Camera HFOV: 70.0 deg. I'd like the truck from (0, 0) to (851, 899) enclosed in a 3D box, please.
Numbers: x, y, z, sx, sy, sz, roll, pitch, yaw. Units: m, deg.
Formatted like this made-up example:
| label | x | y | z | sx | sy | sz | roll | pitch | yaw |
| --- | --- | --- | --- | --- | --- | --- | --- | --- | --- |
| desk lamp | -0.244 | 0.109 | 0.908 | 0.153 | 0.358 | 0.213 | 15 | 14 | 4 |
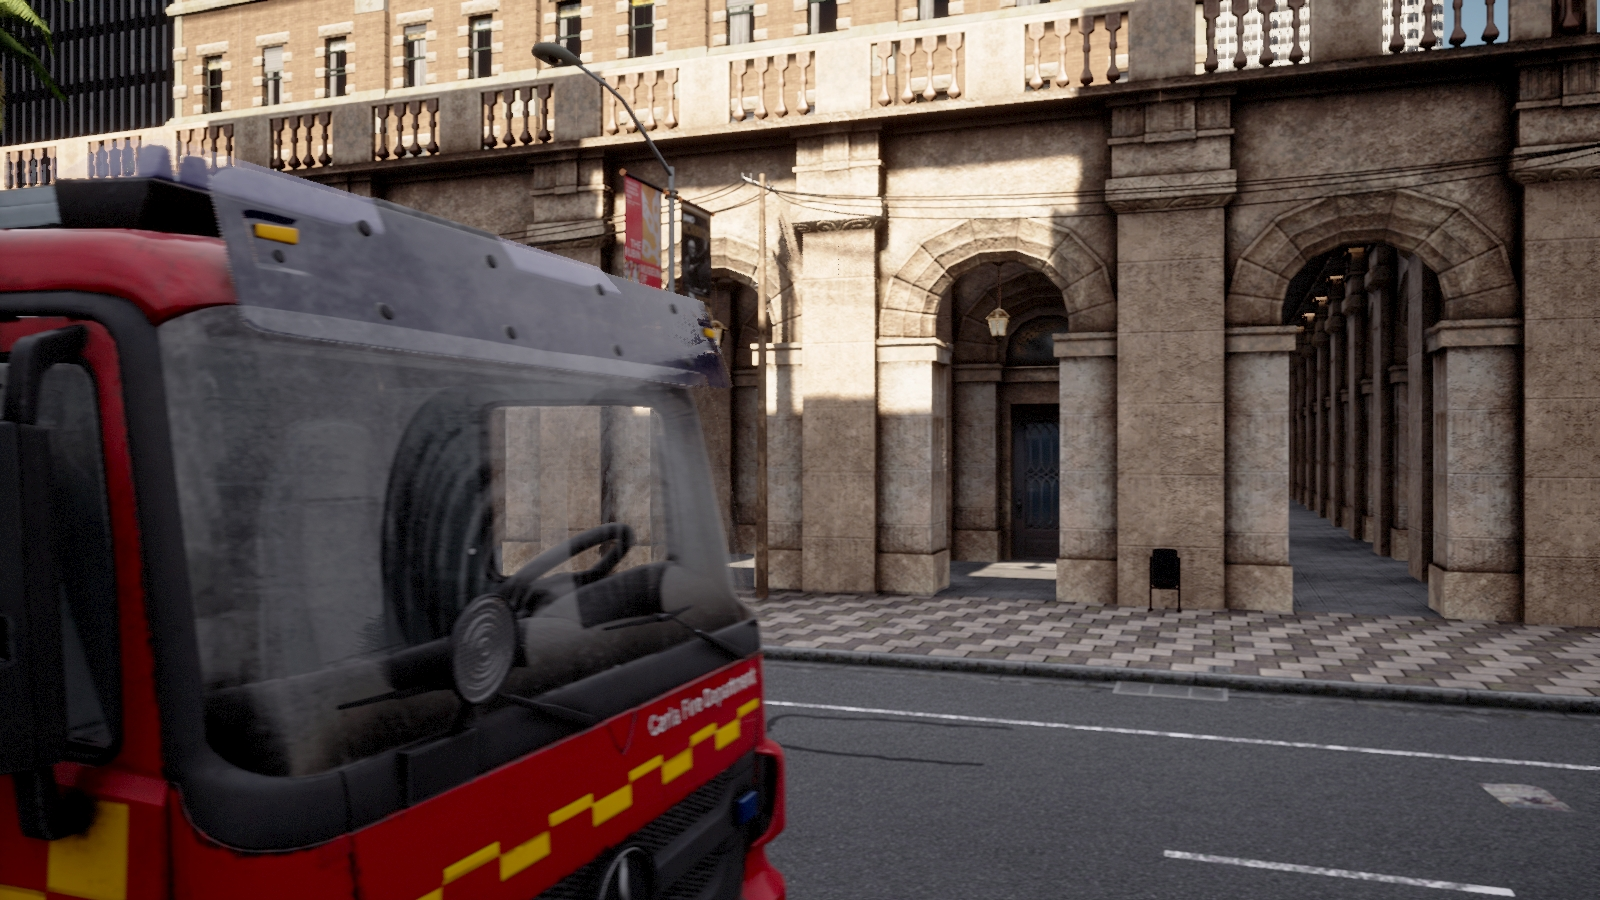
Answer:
| label | x | y | z | sx | sy | sz | roll | pitch | yaw |
| --- | --- | --- | --- | --- | --- | --- | --- | --- | --- |
| truck | -4.275 | 0.888 | 4.542 | 8.468 | 3.827 | 2.891 | 0 | 0 | 20 |
